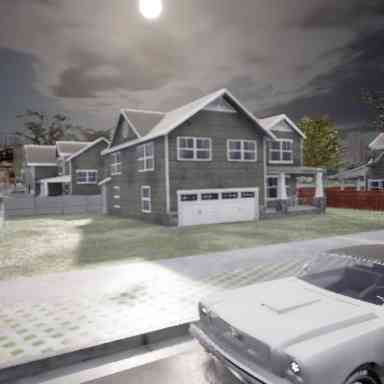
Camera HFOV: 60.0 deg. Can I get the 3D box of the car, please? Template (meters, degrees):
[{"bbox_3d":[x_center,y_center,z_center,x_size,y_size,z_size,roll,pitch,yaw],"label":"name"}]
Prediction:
[{"bbox_3d":[2.373,1.477,4.427,4.718,1.301,1.895,-1,1,-29],"label":"car"}]
